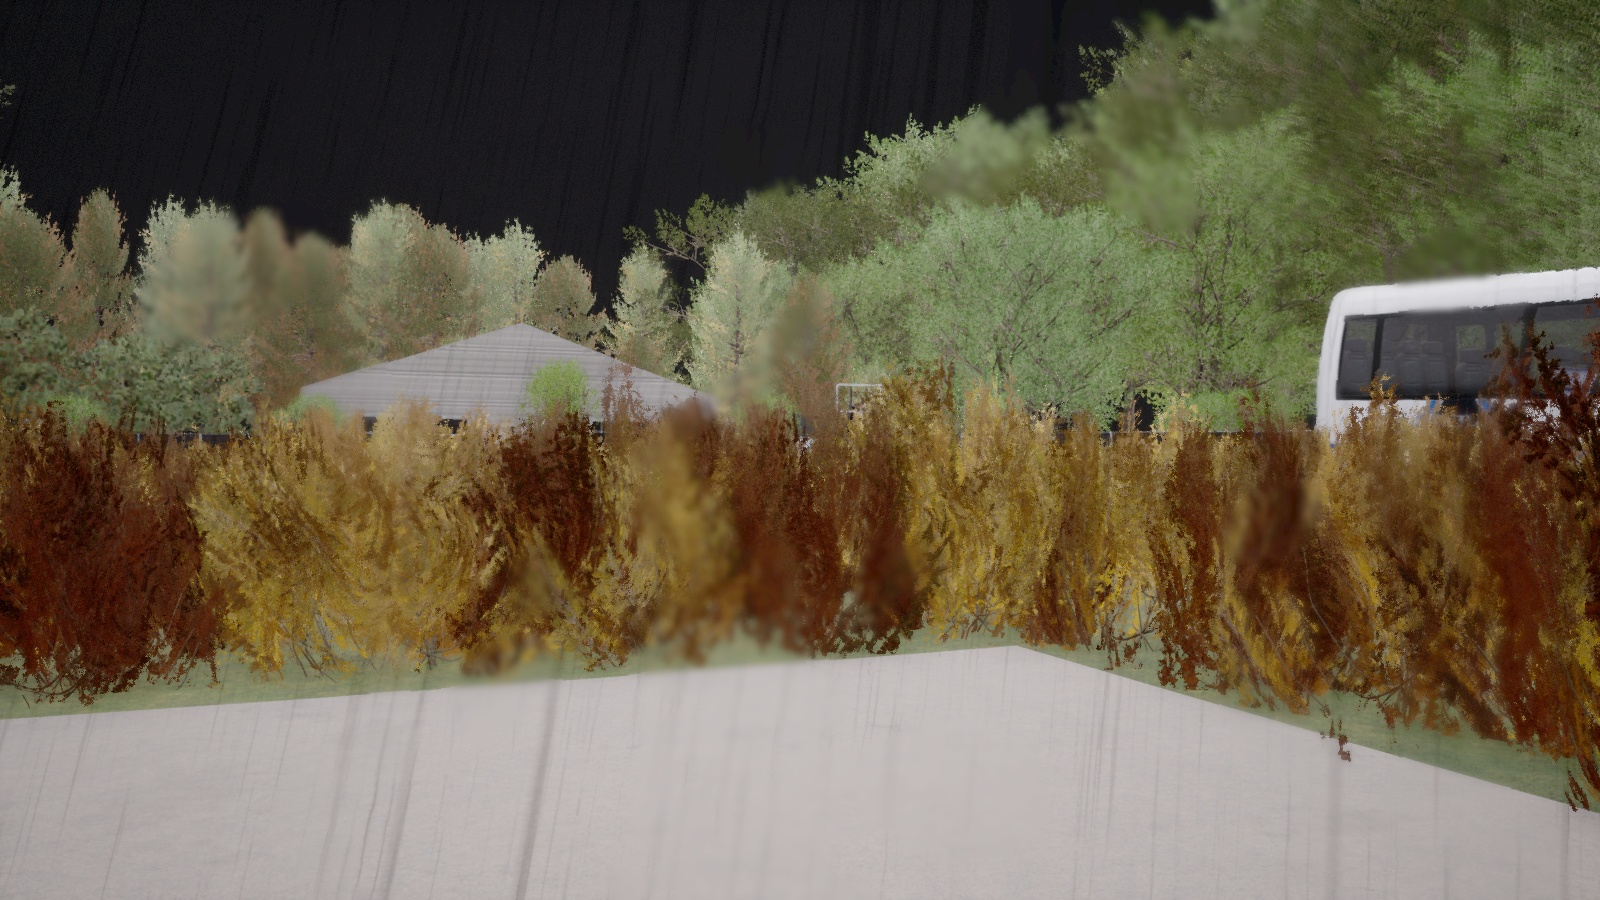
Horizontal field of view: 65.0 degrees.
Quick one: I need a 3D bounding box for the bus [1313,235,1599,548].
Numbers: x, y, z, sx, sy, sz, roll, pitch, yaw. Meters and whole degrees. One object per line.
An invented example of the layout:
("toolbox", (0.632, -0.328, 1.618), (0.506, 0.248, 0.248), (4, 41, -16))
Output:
("bus", (12.831, -0.840, 17.561), (3.944, 4.253, 10.273), (-2, 2, -28))
